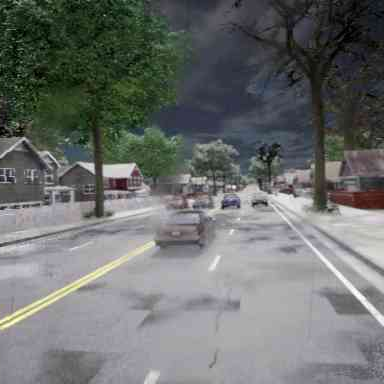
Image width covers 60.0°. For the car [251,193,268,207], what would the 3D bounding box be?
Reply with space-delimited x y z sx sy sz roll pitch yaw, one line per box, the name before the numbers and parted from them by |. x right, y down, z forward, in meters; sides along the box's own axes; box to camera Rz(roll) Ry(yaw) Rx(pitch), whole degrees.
car | 8.181 1.078 40.378 1.895 1.301 4.718 -3 0 10

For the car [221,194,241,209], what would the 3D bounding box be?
car | 4.704 0.999 39.556 2.097 1.767 4.553 -3 0 11

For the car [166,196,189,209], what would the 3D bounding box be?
car | -1.788 1.306 41.073 2.097 1.767 4.553 -3 0 11

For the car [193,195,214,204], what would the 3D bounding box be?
car | 1.402 1.154 40.467 2.097 1.767 4.553 -3 0 11

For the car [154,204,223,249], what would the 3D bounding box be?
car | -0.097 1.502 14.335 2.033 1.411 5.357 -3 0 11

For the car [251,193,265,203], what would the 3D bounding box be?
car | 10.329 0.886 52.181 2.033 1.411 5.357 -3 0 11
